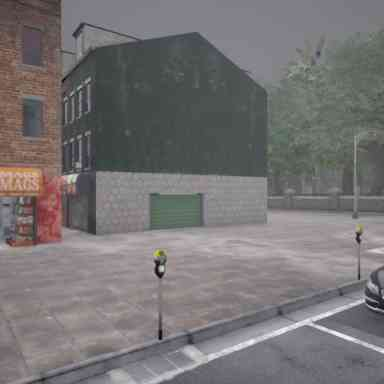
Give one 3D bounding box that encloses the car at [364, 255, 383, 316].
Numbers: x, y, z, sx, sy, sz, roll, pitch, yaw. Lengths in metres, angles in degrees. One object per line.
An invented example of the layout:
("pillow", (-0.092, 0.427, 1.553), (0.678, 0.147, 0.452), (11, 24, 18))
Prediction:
("car", (5.046, 1.551, 6.424), (4.403, 1.369, 2.008), (0, 0, -36))
